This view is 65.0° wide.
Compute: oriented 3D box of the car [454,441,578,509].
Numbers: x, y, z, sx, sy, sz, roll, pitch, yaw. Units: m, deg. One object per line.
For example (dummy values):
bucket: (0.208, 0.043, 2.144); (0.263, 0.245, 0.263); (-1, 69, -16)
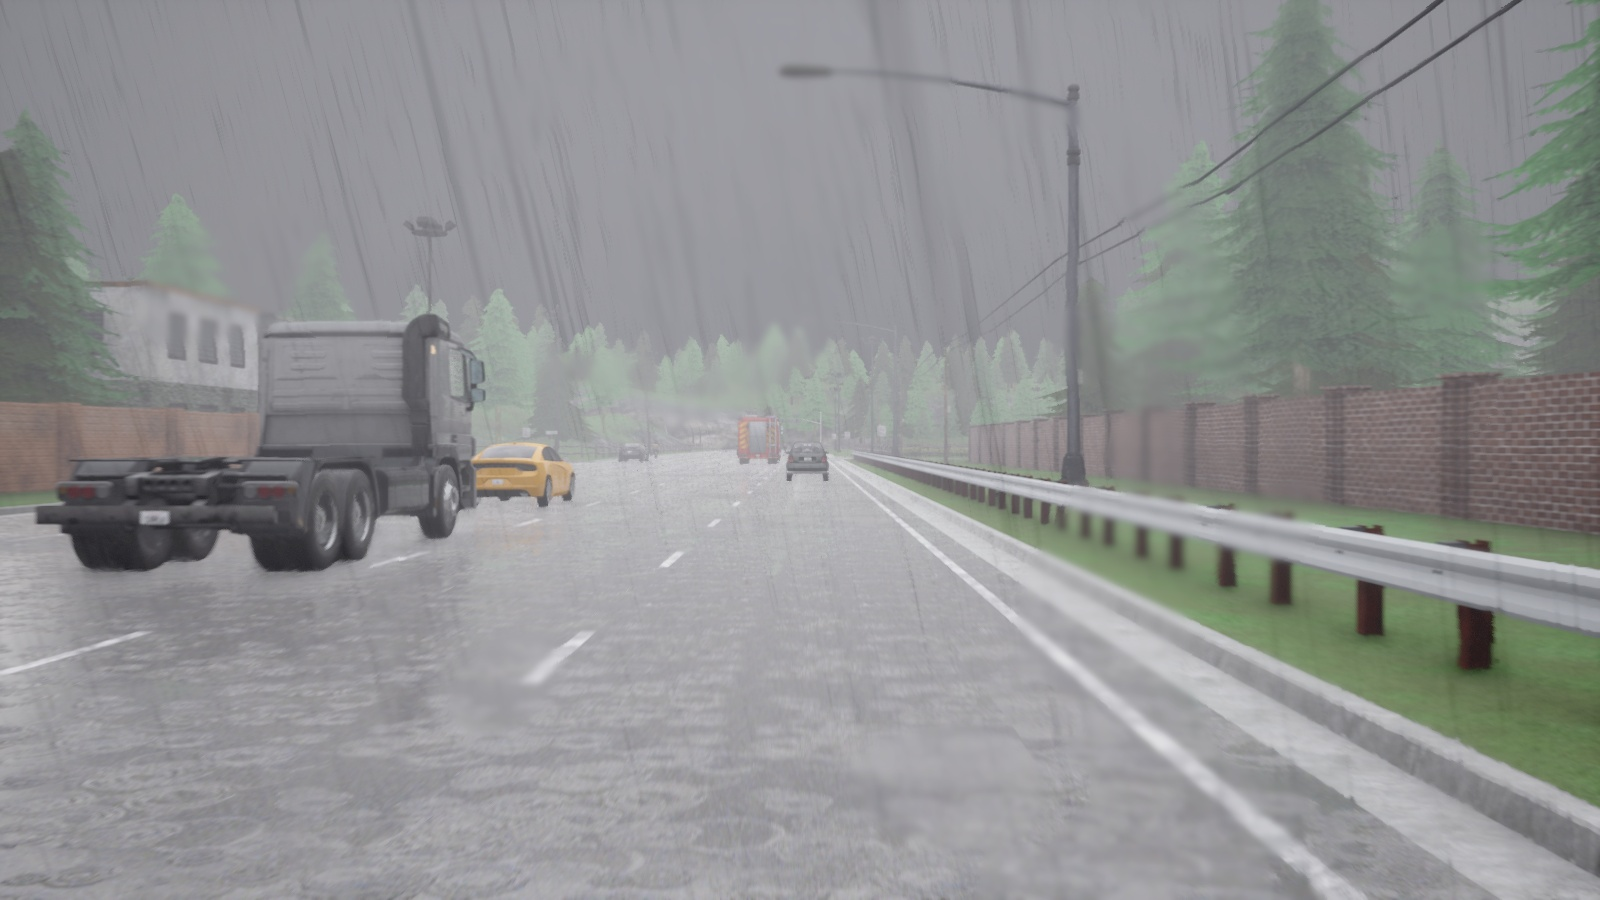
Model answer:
car: (-6.811, 0.548, 30.671); (1.882, 1.535, 5.008); (0, 0, 0)

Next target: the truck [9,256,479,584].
truck: (-6.886, -0.337, 17.226); (2.891, 3.462, 7.936); (0, 0, 0)

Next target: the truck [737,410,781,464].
truck: (-2.956, -0.938, 92.916); (2.891, 3.827, 8.468); (0, 0, 0)

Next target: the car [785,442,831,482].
car: (0.303, 0.443, 50.694); (1.789, 1.549, 3.705); (0, 0, 0)
